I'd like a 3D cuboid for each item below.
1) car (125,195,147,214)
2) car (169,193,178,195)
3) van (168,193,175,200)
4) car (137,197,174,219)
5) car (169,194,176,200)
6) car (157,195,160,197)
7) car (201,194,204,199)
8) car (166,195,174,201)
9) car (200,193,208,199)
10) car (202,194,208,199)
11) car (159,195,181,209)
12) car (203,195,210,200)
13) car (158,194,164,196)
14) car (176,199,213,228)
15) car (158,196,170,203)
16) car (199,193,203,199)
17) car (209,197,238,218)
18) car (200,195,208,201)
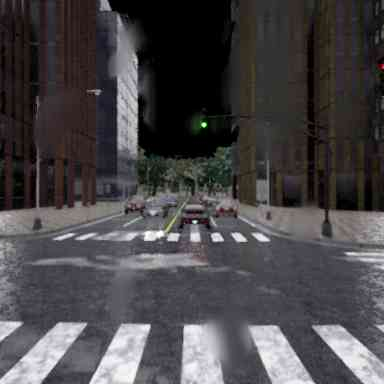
[{"bbox_3d":[-5.659,1.261,34.796,2.192,1.841,5.009,0,0,0],"label":"car"},{"bbox_3d":[-2.823,1.046,59.935,2.128,1.511,4.902,0,0,0],"label":"car"},{"bbox_3d":[-5.502,1.214,89.172,1.690,1.788,3.998,0,0,0],"label":"van"},{"bbox_3d":[-3.008,1.445,28.179,2.128,1.511,4.902,0,0,0],"label":"car"},{"bbox_3d":[-5.487,1.393,94.440,1.752,1.417,4.829,0,0,0],"label":"car"},{"bbox_3d":[-5.627,1.511,45.672,1.802,1.307,4.206,0,0,0],"label":"car"},{"bbox_3d":[2.930,1.450,56.522,1.887,1.381,4.507,0,0,0],"label":"car"},{"bbox_3d":[-5.517,1.444,83.734,1.947,1.339,4.313,0,0,0],"label":"car"},{"bbox_3d":[2.946,1.422,62.130,1.752,1.417,4.829,0,0,0],"label":"car"},{"bbox_3d":[2.914,1.457,51.085,1.887,1.381,4.507,0,0,0],"label":"car"},{"bbox_3d":[-2.949,1.491,44.489,1.994,1.385,4.181,0,0,0],"label":"car"},{"bbox_3d":[2.898,1.471,45.647,2.008,1.369,4.403,0,0,0],"label":"car"},{"bbox_3d":[-5.612,1.447,50.939,1.752,1.417,4.829,0,0,0],"label":"car"},{"bbox_3d":[0.169,1.464,21.586,1.837,1.490,4.892,0,0,0],"label":"car"},{"bbox_3d":[-5.564,1.449,67.422,2.008,1.369,4.403,0,0,0],"label":"car"},{"bbox_3d":[2.977,1.408,73.005,1.752,1.417,4.829,0,0,0],"label":"car"},{"bbox_3d":[2.851,1.386,29.334,1.967,1.590,4.097,0,0,0],"label":"car"},{"bbox_3d":[3.008,1.421,83.710,2.008,1.369,4.403,0,0,0],"label":"car"}]
